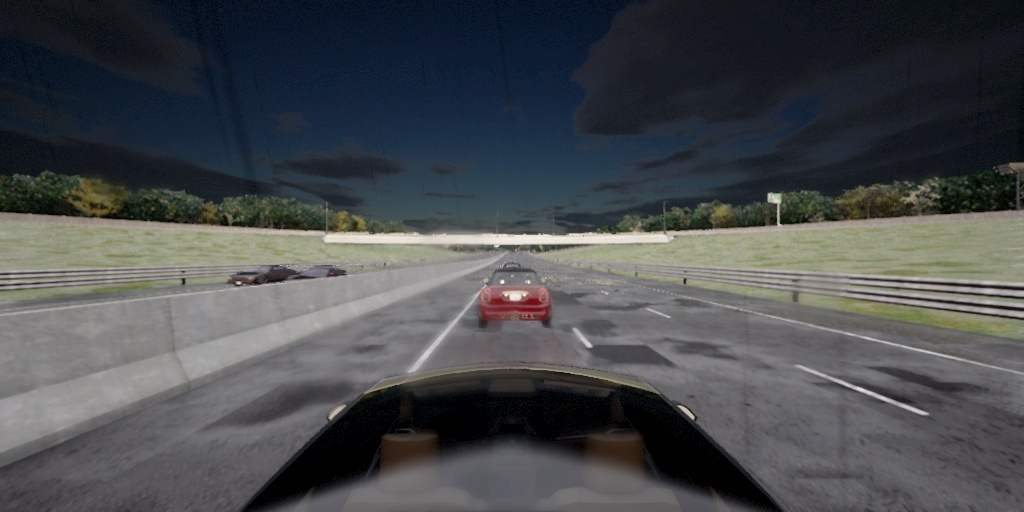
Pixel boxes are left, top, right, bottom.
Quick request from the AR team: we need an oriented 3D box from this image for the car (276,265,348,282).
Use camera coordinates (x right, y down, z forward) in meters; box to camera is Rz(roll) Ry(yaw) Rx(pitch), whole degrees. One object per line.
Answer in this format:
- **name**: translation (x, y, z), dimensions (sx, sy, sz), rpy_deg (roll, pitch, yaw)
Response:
- **car**: translation (-10.621, 1.373, 19.894), dimensions (1.994, 1.385, 4.181), rpy_deg (0, 0, 0)

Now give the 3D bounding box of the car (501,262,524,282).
- **car**: translation (0.028, 1.327, 30.795), dimensions (1.837, 1.490, 4.892), rpy_deg (0, 0, 0)

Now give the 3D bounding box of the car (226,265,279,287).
- **car**: translation (-17.609, 1.366, 25.781), dimensions (2.033, 1.411, 5.357), rpy_deg (0, 0, 0)

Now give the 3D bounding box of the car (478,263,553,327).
- **car**: translation (0.082, 1.141, 11.846), dimensions (2.097, 1.767, 4.553), rpy_deg (0, 0, 0)
